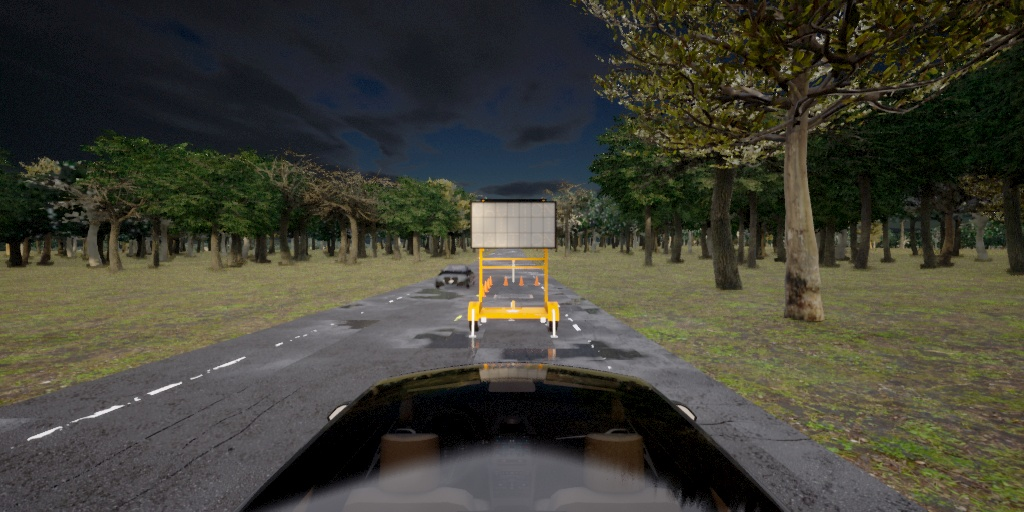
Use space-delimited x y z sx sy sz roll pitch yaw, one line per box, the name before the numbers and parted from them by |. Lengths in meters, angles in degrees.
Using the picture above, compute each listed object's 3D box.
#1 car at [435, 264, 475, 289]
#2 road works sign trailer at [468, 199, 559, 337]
car | -3.409 1.213 22.043 1.994 1.385 4.181 0 0 0
road works sign trailer | 0.042 0.198 10.177 2.380 3.560 2.880 0 0 0
